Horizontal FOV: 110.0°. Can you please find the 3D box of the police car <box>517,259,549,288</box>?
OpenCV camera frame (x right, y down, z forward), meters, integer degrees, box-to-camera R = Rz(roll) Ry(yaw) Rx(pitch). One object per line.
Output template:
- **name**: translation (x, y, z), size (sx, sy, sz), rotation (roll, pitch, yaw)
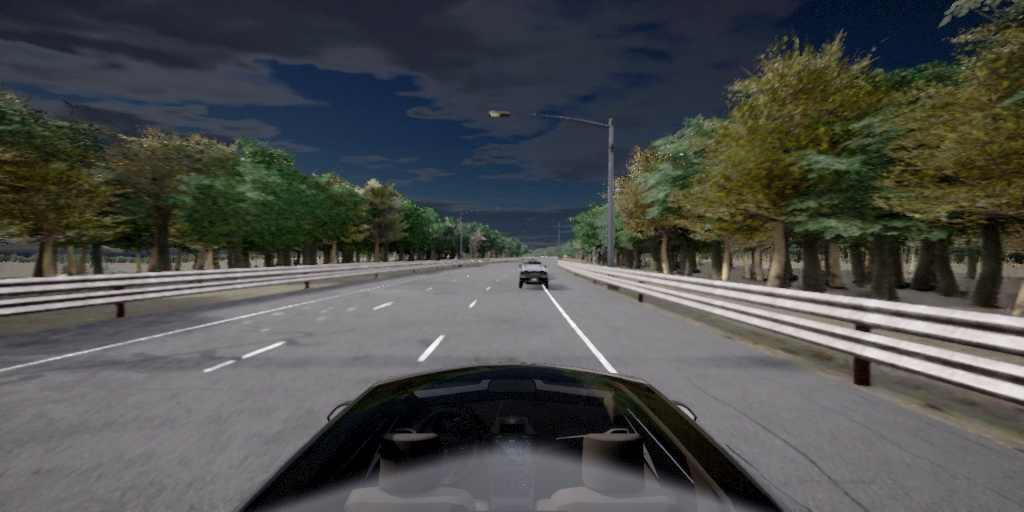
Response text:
- **police car**: translation (1.401, 1.201, 23.985), size (1.930, 1.638, 5.238), rotation (0, 0, 2)
